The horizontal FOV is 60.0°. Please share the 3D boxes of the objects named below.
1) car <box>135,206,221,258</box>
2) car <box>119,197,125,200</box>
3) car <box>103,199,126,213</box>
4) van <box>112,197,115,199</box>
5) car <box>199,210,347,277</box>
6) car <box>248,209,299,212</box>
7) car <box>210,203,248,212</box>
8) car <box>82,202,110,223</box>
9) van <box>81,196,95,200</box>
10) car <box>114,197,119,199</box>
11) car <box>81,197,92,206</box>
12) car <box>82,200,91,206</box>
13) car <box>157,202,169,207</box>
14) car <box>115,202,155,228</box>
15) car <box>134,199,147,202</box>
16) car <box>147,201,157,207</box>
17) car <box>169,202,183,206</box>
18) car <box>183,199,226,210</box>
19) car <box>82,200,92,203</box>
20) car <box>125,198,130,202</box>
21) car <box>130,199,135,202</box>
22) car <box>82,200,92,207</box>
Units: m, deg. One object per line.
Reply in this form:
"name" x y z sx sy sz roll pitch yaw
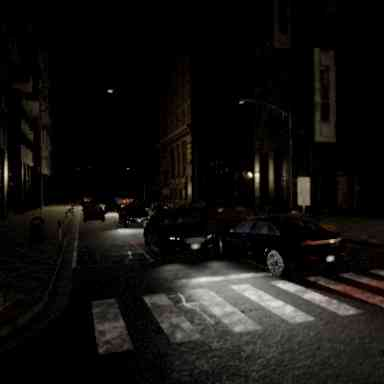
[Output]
"car" -0.694 1.575 13.441 2.128 1.511 4.902 -1 0 -20
"car" -14.557 2.157 74.267 1.967 1.590 4.097 -1 0 -18
"car" -9.625 1.967 40.874 1.994 1.385 4.181 -1 -1 -18
"van" -19.843 2.245 90.220 1.690 1.788 3.998 -1 0 -18
"car" 2.411 1.529 10.497 2.128 1.511 4.902 -2 -1 -26
"car" 4.766 1.575 15.938 1.752 1.417 4.829 -1 0 -18
"car" 3.004 1.635 21.255 1.752 1.417 4.829 -1 0 -18
"car" -8.551 1.846 29.030 1.887 1.381 4.507 -1 0 -18
"van" -19.123 2.007 60.937 1.690 1.788 3.998 -1 0 -18
"car" -18.132 2.369 85.063 1.752 1.417 4.829 -1 0 -18
"car" -24.408 2.167 76.890 2.192 1.841 5.009 -1 0 -18
"car" -22.642 2.372 71.571 1.802 1.307 4.206 -1 0 -18
"car" -2.280 1.816 37.208 1.752 1.417 4.829 -1 0 -18
"car" -4.317 1.725 24.725 1.837 1.490 4.892 -1 -1 -18
"car" -7.510 2.037 52.997 1.947 1.339 4.313 -1 0 -18
"car" -3.988 1.900 42.363 2.008 1.369 4.403 -1 0 -18
"car" -0.465 1.773 31.728 1.887 1.381 4.507 -1 0 -18
"car" 1.293 1.483 26.412 2.192 1.841 5.009 -1 0 -18
"car" -13.835 2.064 44.983 1.802 1.307 4.206 -1 0 -18
"car" -11.034 2.034 63.633 1.967 1.590 4.097 -1 0 -18
"car" -9.271 2.114 58.315 1.802 1.307 4.206 -1 0 -18
"car" -20.828 2.251 66.092 1.752 1.417 4.829 -1 0 -18
